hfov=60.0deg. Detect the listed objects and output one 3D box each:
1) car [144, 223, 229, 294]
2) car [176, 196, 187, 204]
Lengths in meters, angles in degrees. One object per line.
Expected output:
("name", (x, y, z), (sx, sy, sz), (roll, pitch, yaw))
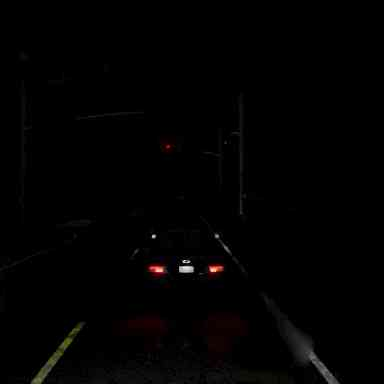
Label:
("car", (-0.175, 1.547, 8.963), (2.033, 1.411, 5.357), (0, 0, -1))
("car", (-1.982, 1.525, 63.433), (1.812, 1.442, 4.674), (0, 0, -2))
